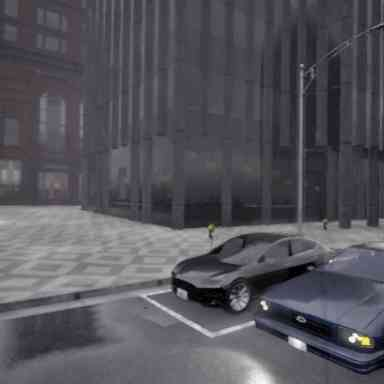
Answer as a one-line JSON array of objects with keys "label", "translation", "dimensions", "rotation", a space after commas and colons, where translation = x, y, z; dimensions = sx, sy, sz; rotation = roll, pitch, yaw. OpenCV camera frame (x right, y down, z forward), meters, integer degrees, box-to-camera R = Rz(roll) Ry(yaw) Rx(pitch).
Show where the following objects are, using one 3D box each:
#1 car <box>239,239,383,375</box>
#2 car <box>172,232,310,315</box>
[{"label": "car", "translation": [3.554, 1.649, 5.913], "dimensions": [5.357, 1.411, 2.033], "rotation": [1, -1, -35]}, {"label": "car", "translation": [1.589, 1.657, 7.780], "dimensions": [4.313, 1.339, 1.947], "rotation": [1, -1, -35]}]
